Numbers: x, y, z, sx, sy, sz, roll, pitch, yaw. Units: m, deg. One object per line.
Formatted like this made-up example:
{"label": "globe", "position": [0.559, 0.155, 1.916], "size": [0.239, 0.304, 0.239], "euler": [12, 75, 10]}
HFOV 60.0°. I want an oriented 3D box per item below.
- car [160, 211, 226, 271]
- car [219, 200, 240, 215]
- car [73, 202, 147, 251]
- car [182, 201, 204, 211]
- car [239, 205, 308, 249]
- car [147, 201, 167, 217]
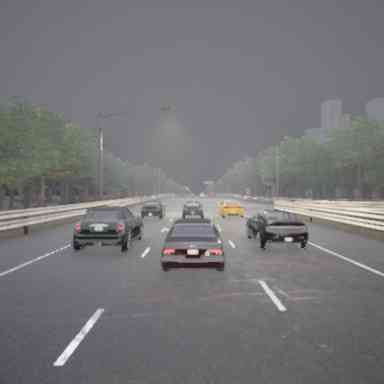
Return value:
{"label": "car", "position": [0.047, 1.577, 10.963], "size": [2.033, 1.411, 5.357], "euler": [0, 0, 1]}
{"label": "car", "position": [3.587, 1.528, 31.219], "size": [1.882, 1.535, 5.008], "euler": [0, 0, 0]}
{"label": "car", "position": [-3.429, 1.390, 14.398], "size": [2.097, 1.767, 4.553], "euler": [0, 0, 0]}
{"label": "car", "position": [0.081, 1.577, 30.723], "size": [1.812, 1.442, 4.674], "euler": [0, 0, 0]}
{"label": "car", "position": [3.573, 1.531, 14.662], "size": [2.128, 1.511, 4.902], "euler": [0, 0, 0]}
{"label": "car", "position": [-3.421, 1.560, 29.792], "size": [1.837, 1.490, 4.892], "euler": [0, 1, 0]}
